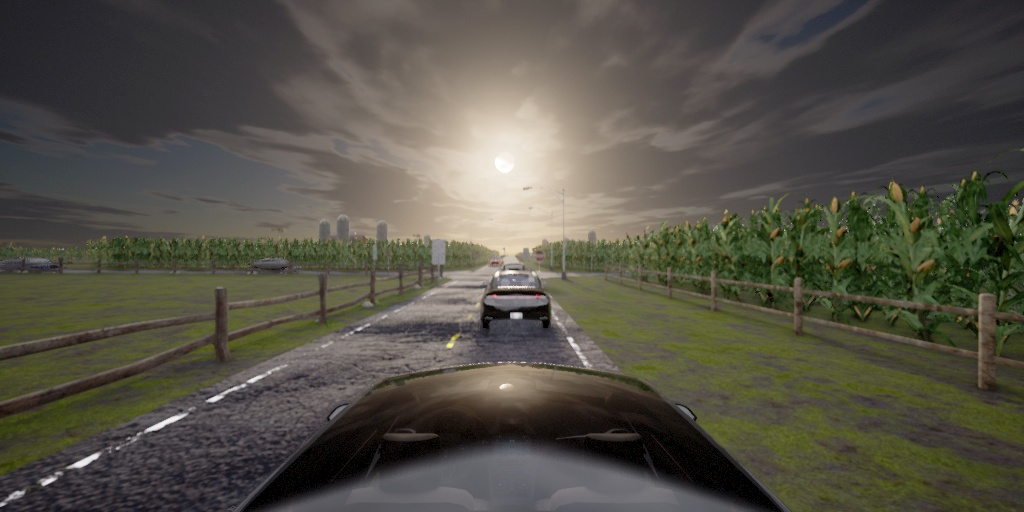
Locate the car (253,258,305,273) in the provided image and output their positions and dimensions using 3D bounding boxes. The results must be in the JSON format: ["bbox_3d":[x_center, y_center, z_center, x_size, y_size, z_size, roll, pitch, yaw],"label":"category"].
[{"bbox_3d":[-23.636,0.957,36.284,4.902,1.511,2.128,0,0,1],"label":"car"}]

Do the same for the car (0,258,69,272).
[{"bbox_3d":[-48.912,0.889,36.624,5.357,1.411,2.033,0,0,1],"label":"car"}]

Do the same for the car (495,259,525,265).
[{"bbox_3d":[0.155,1.170,23.206,1.837,1.490,4.892,0,0,1],"label":"car"}]

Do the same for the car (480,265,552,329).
[{"bbox_3d":[0.106,1.207,11.029,2.128,1.511,4.902,0,0,0],"label":"car"}]

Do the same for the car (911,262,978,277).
[{"bbox_3d":[46.294,1.455,38.427,4.892,1.490,1.837,1,0,1],"label":"car"}]

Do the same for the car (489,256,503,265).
[{"bbox_3d":[-2.778,0.843,60.953,2.097,1.767,4.553,0,0,0],"label":"car"}]
